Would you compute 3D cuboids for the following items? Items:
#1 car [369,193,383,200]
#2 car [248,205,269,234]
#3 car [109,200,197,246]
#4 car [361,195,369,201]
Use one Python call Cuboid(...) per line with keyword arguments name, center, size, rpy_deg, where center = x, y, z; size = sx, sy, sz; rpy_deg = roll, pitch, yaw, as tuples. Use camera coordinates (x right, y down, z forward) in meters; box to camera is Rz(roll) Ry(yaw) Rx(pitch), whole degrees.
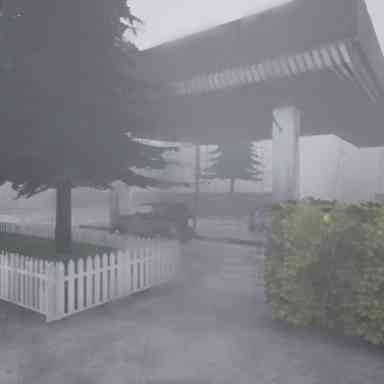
Cuboid(name="car", center=(25.043, 1.067, 44.031), size=(1.905, 1.878, 3.866), rpy_deg=(0, 0, 35))
Cuboid(name="car", center=(5.143, 1.467, 16.457), size=(4.611, 1.667, 2.242), rpy_deg=(0, 0, 35))
Cuboid(name="car", center=(-1.653, 1.286, 14.295), size=(3.866, 1.878, 1.905), rpy_deg=(0, 0, 35))
Cuboid(name="car", center=(32.273, 1.279, 60.787), size=(2.007, 1.523, 4.514), rpy_deg=(0, 0, 35))
